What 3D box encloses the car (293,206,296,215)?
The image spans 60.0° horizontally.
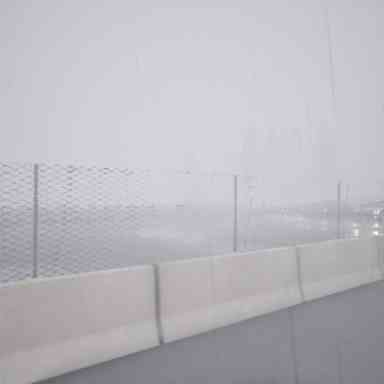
[{"bbox_3d":[11.622,1.696,33.408,4.674,1.442,1.812,1,0,-35],"label":"car"}]

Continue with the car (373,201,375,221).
[{"bbox_3d":[15.456,1.549,27.549,4.553,1.767,2.097,1,0,-35],"label":"car"}]
